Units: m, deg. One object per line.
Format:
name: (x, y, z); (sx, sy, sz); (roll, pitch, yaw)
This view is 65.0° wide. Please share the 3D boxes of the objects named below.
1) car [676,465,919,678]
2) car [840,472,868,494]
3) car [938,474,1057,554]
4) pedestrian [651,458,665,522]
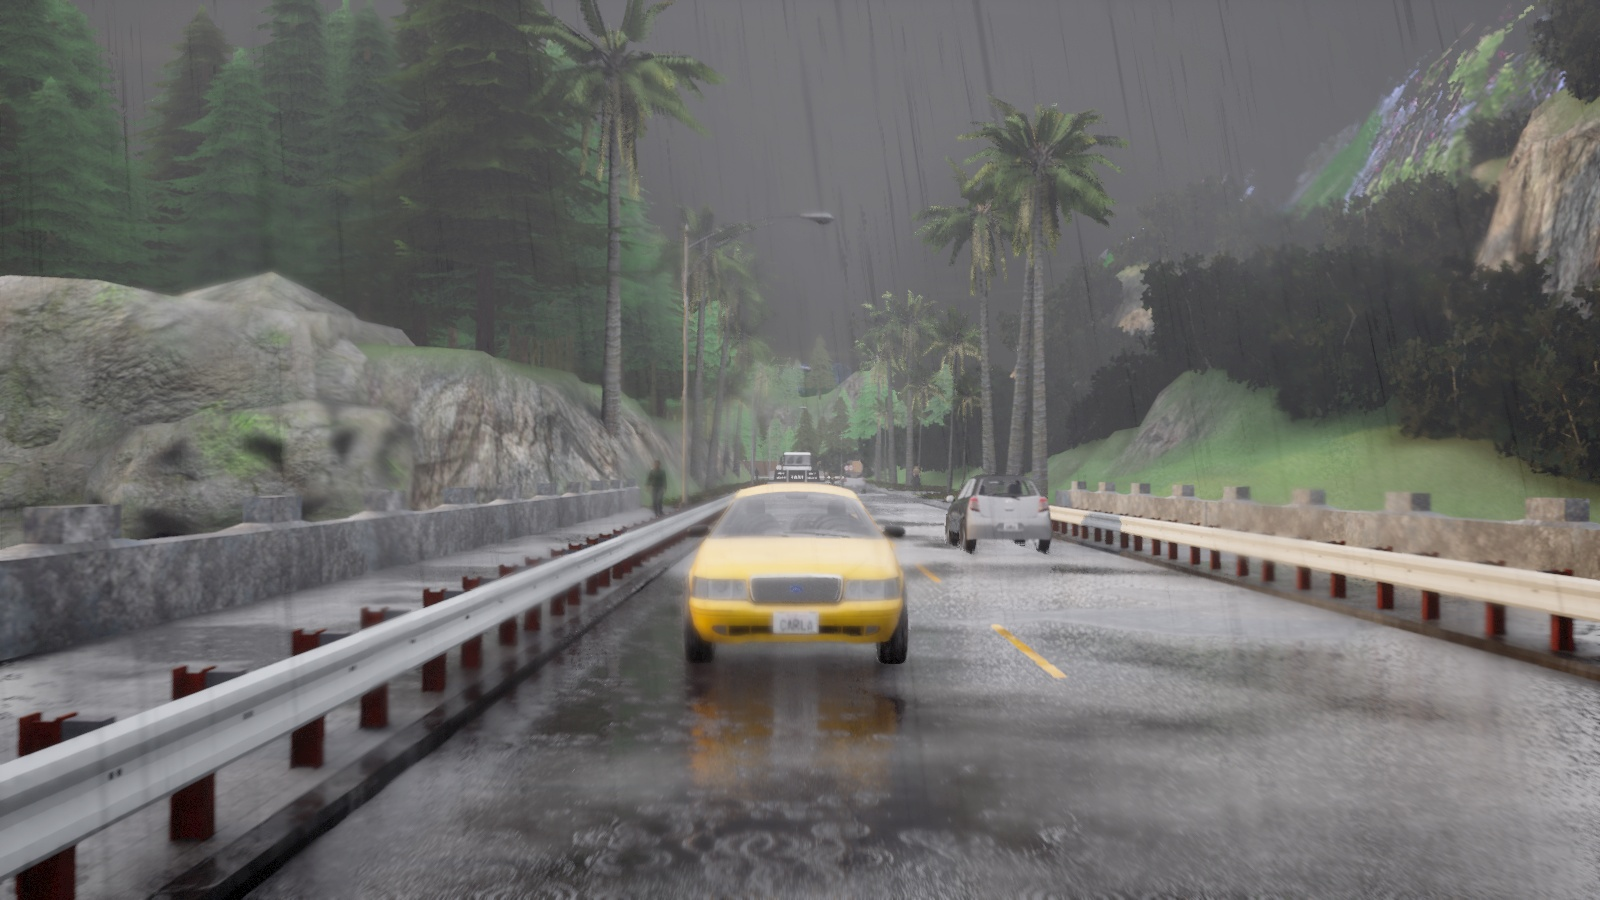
car: (-0.026, 0.957, 12.047); (1.801, 1.575, 5.366); (0, -1, 0)
car: (3.809, 2.305, 89.100); (1.845, 1.501, 3.633); (0, -1, 0)
car: (3.946, 1.242, 25.657); (1.845, 1.501, 3.633); (0, -1, 0)
pedestrian: (-4.089, 1.146, 36.158); (0.353, 1.847, 0.614); (0, -1, -3)
